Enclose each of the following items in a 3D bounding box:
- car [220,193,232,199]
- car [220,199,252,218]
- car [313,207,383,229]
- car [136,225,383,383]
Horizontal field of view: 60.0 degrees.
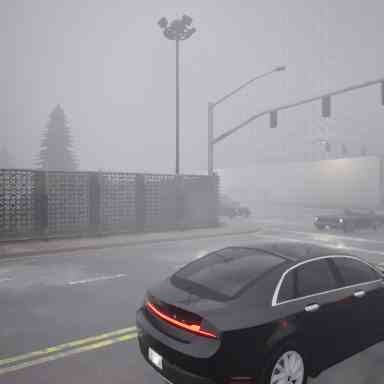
[{"bbox_3d":[2.811,1.167,35.621,2.150,2.045,5.566,0,0,-35],"label":"car"},{"bbox_3d":[3.016,1.545,29.222,1.895,1.301,4.718,0,0,-34],"label":"car"},{"bbox_3d":[9.008,1.565,18.967,4.718,1.301,1.895,0,0,-35],"label":"car"},{"bbox_3d":[1.592,1.505,4.919,4.892,1.490,1.837,0,0,-35],"label":"car"}]
